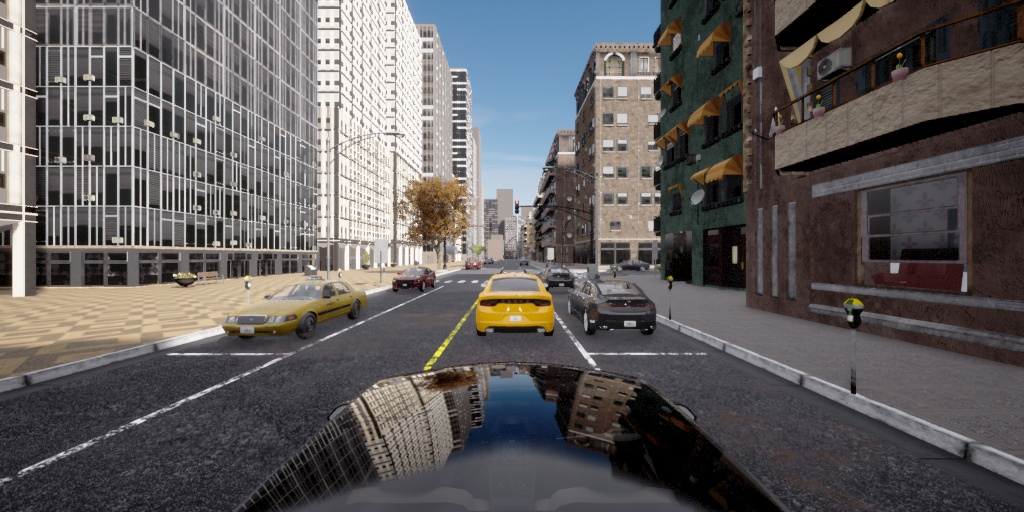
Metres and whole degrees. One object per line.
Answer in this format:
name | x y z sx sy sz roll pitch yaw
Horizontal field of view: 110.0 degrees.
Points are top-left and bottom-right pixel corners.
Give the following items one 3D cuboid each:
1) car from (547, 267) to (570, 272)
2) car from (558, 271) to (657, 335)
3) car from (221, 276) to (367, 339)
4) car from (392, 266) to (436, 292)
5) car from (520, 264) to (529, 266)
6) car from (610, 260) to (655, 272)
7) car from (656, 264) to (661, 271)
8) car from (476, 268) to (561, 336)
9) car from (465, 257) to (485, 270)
car | 2.654 1.305 21.382 2.007 1.370 4.403 0 0 0
car | 2.674 1.301 10.316 2.007 1.370 4.403 0 0 0
car | -5.706 1.276 10.132 1.751 1.417 4.829 0 0 0
car | -5.726 1.300 21.367 1.888 1.381 4.507 0 0 0
car | 0.066 1.355 20.689 1.895 1.301 4.718 0 0 0
car | 13.366 1.109 40.817 4.403 1.370 2.007 0 0 -1
car | 18.763 1.006 40.881 4.829 1.417 1.751 0 0 -1
car | 0.073 1.228 10.410 1.882 1.535 5.008 0 0 0
car | -5.784 1.099 53.755 2.192 1.841 5.009 0 0 0
